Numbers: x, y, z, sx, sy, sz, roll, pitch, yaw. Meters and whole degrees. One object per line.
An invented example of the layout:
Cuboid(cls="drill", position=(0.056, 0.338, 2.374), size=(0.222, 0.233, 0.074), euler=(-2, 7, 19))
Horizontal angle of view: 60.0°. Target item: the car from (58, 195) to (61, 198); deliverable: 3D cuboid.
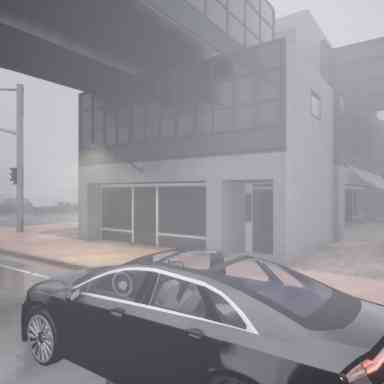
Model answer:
Cuboid(cls="car", position=(-28.886, 1.364, 71.739), size=(3.905, 1.438, 1.784), euler=(0, 0, 35))

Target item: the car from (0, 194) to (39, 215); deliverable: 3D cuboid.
Cuboid(cls="car", position=(-17.924, 1.352, 32.439), size=(2.097, 1.767, 4.553), euler=(0, 0, 36))

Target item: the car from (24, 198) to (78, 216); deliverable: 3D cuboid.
Cuboid(cls="car", position=(-13.426, 1.601, 32.665), size=(1.895, 1.301, 4.718), euler=(0, 0, 36))

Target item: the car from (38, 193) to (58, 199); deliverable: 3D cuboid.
Cuboid(cls="car", position=(-30.613, 1.153, 69.413), size=(4.605, 1.855, 1.932), euler=(0, 0, 35))

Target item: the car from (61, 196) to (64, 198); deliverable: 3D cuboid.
Cuboid(cls="car", position=(-12.587, 1.478, 39.671), size=(1.882, 1.535, 5.008), euler=(0, 0, 37))

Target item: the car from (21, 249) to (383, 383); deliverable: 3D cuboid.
Cuboid(cls="car", position=(-0.235, 1.492, 4.160), size=(4.902, 1.511, 2.128), euler=(0, 0, 35))
